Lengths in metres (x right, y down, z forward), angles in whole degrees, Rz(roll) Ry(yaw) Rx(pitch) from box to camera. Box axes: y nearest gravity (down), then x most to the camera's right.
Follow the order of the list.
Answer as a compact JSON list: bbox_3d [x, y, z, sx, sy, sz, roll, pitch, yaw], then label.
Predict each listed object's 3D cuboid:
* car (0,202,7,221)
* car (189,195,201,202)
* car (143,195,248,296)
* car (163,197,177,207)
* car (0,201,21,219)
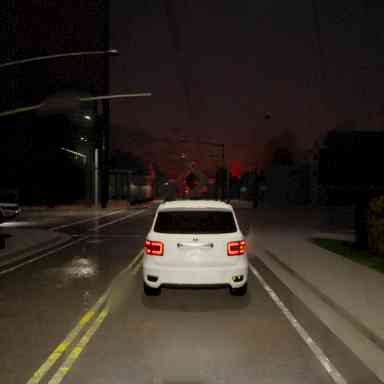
[{"bbox_3d":[-16.215,1.667,24.044,4.181,1.385,1.994,-1,0,0],"label":"car"},{"bbox_3d":[0.852,1.465,78.667,1.882,1.535,5.008,0,0,12],"label":"car"},{"bbox_3d":[0.081,1.221,8.796,2.150,2.045,5.566,0,0,0],"label":"car"},{"bbox_3d":[-3.521,1.564,52.941,1.994,1.385,4.181,0,0,0],"label":"car"},{"bbox_3d":[-17.293,1.339,27.540,5.566,2.045,2.150,-1,0,0],"label":"car"}]
